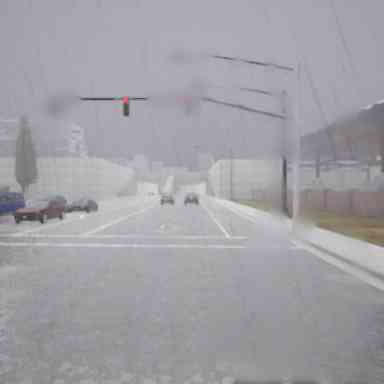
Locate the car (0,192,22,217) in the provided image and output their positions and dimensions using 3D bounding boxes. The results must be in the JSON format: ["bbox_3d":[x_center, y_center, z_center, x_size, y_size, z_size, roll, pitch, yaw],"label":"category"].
[{"bbox_3d":[-14.065,1.038,23.747,2.150,2.045,5.566,0,0,0],"label":"car"}]

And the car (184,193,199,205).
[{"bbox_3d":[-0.087,0.954,48.932,2.097,1.767,4.553,0,0,0],"label":"car"}]

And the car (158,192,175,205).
[{"bbox_3d":[-3.587,1.095,48.978,2.128,1.511,4.902,0,1,0],"label":"car"}]

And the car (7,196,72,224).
[{"bbox_3d":[-10.574,1.294,23.536,1.882,1.535,5.008,0,0,0],"label":"car"}]

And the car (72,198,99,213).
[{"bbox_3d":[-10.600,1.306,32.529,1.994,1.385,4.181,0,0,0],"label":"car"}]
